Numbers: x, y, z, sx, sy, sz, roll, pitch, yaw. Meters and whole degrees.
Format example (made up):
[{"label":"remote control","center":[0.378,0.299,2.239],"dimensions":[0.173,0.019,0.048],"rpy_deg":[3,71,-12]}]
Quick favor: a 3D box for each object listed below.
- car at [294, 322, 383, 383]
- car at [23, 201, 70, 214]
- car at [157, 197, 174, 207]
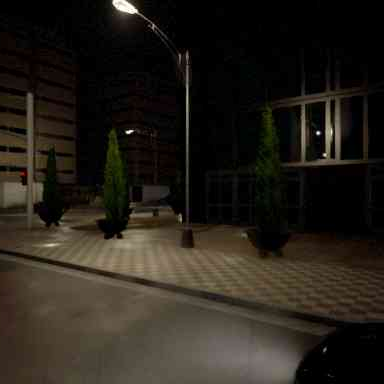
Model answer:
[{"label":"car","center":[3.046,1.502,1.818],"dimensions":[4.892,1.490,1.837],"rpy_deg":[-1,-1,36]},{"label":"car","center":[-15.577,1.544,35.855],"dimensions":[1.837,1.490,4.892],"rpy_deg":[0,0,35]},{"label":"car","center":[-3.698,1.517,52.657],"dimensions":[1.882,1.535,5.008],"rpy_deg":[0,0,35]}]
